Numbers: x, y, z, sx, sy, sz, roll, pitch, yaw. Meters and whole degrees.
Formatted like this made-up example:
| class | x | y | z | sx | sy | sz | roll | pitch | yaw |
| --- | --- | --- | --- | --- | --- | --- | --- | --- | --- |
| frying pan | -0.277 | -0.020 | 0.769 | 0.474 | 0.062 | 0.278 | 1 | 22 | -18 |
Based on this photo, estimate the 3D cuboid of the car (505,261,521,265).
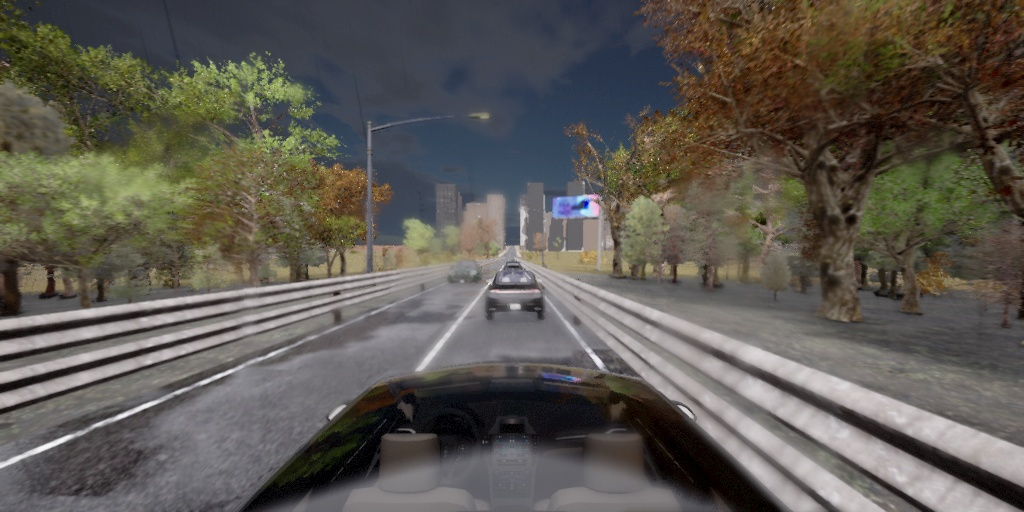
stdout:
| class | x | y | z | sx | sy | sz | roll | pitch | yaw |
| --- | --- | --- | --- | --- | --- | --- | --- | --- | --- |
| car | 0.093 | 1.263 | 34.560 | 1.837 | 1.490 | 4.892 | 0 | 0 | 0 |

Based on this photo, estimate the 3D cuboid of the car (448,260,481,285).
| class | x | y | z | sx | sy | sz | roll | pitch | yaw |
| --- | --- | --- | --- | --- | --- | --- | --- | --- | --- |
| car | -3.346 | 1.108 | 26.336 | 2.097 | 1.767 | 4.553 | 0 | 0 | 0 |

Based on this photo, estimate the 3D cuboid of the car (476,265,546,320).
| class | x | y | z | sx | sy | sz | roll | pitch | yaw |
| --- | --- | --- | --- | --- | --- | --- | --- | --- | --- |
| car | 0.102 | 1.244 | 12.686 | 2.128 | 1.511 | 4.902 | 0 | 0 | 0 |
